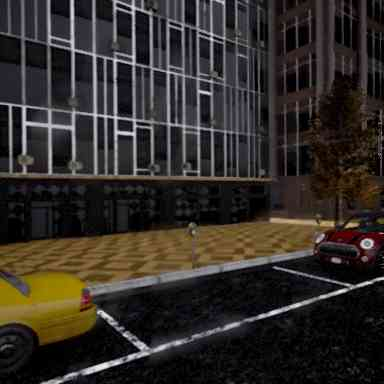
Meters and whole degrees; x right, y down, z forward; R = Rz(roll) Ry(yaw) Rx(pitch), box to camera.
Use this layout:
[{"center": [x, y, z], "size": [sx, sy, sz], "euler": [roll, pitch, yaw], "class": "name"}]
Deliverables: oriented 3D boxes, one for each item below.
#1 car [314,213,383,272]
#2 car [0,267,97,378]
[{"center": [5.736, 1.428, 10.655], "size": [4.097, 1.590, 1.967], "euler": [0, 0, -35], "class": "car"}, {"center": [-3.660, 1.526, 3.959], "size": [4.829, 1.417, 1.752], "euler": [0, 0, -35], "class": "car"}]
